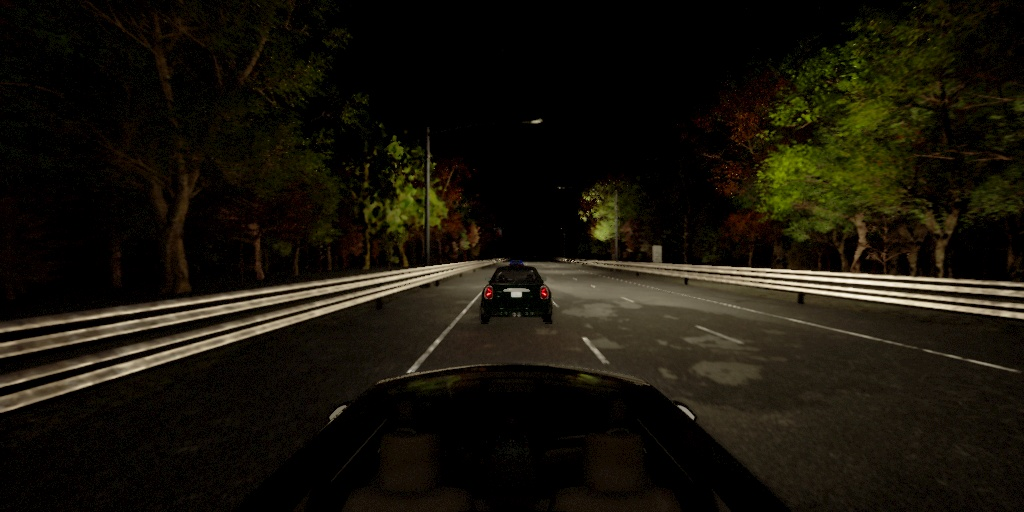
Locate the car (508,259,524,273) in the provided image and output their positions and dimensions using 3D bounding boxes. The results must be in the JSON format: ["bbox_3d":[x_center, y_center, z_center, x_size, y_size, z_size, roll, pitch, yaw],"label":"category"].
[{"bbox_3d":[0.554,1.227,44.728,1.882,1.535,5.008,0,0,1],"label":"car"}]

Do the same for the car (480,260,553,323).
[{"bbox_3d":[0.137,1.102,12.196,2.097,1.767,4.553,0,0,0],"label":"car"}]
